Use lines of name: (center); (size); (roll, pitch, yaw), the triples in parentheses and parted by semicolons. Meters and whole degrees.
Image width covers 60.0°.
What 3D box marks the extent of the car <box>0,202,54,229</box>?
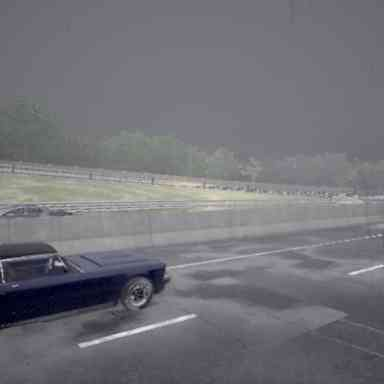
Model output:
car: (-11.742, 1.490, 21.409); (4.902, 1.511, 2.128); (0, 0, -35)

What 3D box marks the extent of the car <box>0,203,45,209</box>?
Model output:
car: (-9.710, 1.490, 18.559); (4.902, 1.511, 2.128); (0, 0, -35)

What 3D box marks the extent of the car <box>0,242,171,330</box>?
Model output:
car: (-2.769, 1.601, 6.075); (4.718, 1.301, 1.895); (0, 0, -36)

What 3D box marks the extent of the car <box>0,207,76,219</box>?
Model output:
car: (-7.015, 1.600, 16.182); (4.718, 1.301, 1.895); (0, 0, -35)

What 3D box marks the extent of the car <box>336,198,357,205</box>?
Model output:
car: (21.417, 1.537, 44.993); (4.674, 1.442, 1.812); (0, 0, -35)

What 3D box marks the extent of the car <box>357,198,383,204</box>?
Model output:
car: (23.440, 1.516, 42.140); (4.892, 1.490, 1.837); (0, 0, -35)
